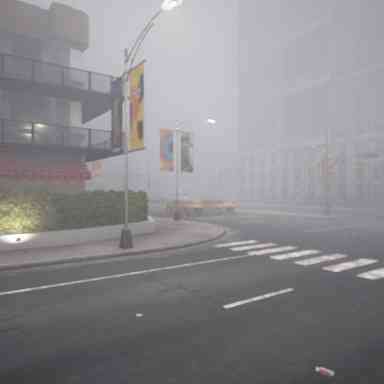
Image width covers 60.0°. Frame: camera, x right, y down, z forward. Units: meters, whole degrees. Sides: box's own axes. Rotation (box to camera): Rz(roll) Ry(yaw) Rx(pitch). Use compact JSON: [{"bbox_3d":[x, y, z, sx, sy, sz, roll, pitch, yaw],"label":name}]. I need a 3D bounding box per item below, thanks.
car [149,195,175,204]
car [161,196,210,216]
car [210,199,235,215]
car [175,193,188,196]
[{"bbox_3d":[-5.825,1.566,59.463,4.718,1.301,1.895,0,0,42],"label":"car"},{"bbox_3d":[-0.758,1.456,32.836,1.882,1.535,5.008,0,0,-35],"label":"car"},{"bbox_3d":[2.372,1.452,34.469,1.882,1.535,5.008,0,0,-35],"label":"car"},{"bbox_3d":[-2.210,1.181,62.264,2.150,2.045,5.566,0,0,-20],"label":"car"}]
